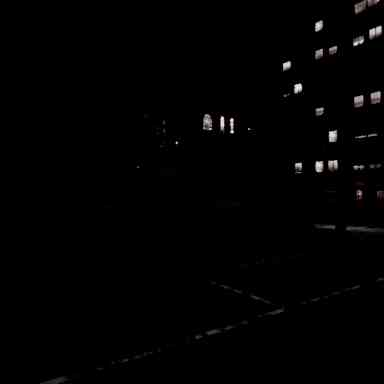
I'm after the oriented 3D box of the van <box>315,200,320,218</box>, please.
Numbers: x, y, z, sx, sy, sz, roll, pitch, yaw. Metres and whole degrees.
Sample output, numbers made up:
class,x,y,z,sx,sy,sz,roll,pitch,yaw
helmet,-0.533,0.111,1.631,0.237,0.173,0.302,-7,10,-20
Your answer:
class,x,y,z,sx,sy,sz,roll,pitch,yaw
van,10.486,1.644,32.536,1.690,1.788,3.998,-1,0,-36
